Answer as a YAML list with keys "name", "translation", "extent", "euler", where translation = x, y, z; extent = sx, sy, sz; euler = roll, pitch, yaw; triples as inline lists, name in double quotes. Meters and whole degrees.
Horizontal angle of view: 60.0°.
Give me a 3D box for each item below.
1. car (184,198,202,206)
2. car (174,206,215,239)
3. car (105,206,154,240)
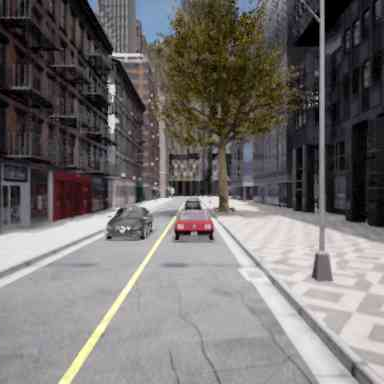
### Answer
- name: "car"
  translation: [0.106, 1.451, 39.267]
  extent: [2.128, 1.511, 4.902]
  euler: [0, 0, 0]
- name: "car"
  translation: [0.101, 1.597, 17.179]
  extent: [1.895, 1.301, 4.718]
  euler: [0, 0, 0]
- name: "car"
  translation: [-3.098, 1.501, 17.215]
  extent: [1.837, 1.490, 4.892]
  euler: [0, 0, 0]
